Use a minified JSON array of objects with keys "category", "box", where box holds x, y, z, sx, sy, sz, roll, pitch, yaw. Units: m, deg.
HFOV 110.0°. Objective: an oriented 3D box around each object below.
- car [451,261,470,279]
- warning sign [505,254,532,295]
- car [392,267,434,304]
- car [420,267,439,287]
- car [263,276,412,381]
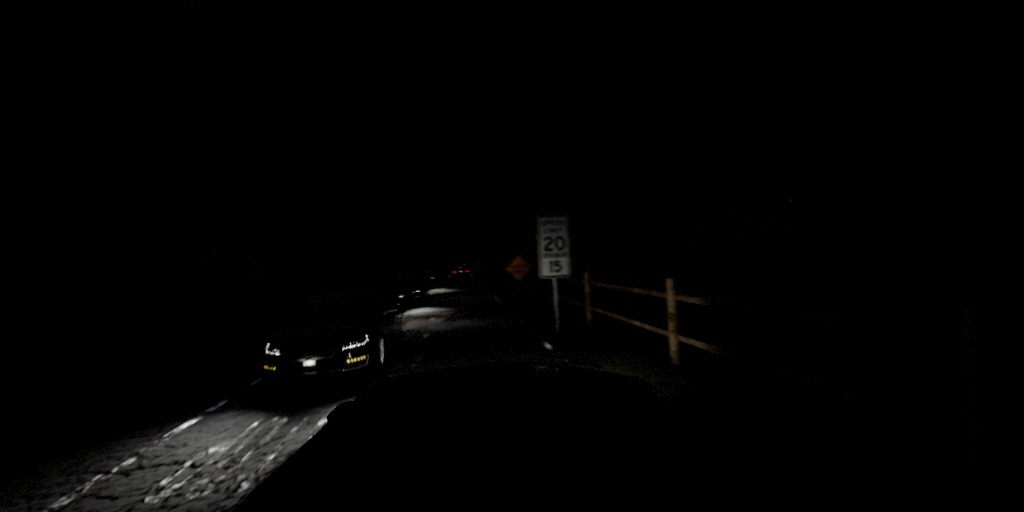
[{"category":"car","box":[-5.453,1.601,38.036,2.033,1.411,5.357,-3,0,-9]},{"category":"warning sign","box":[0.367,0.848,17.099,1.300,1.860,1.060,0,0,-9]},{"category":"car","box":[-5.128,1.531,17.765,1.837,1.490,4.892,-3,0,-9]},{"category":"car","box":[-6.814,1.597,28.294,1.882,1.535,5.008,-3,0,-9]},{"category":"car","box":[-3.562,1.444,8.004,1.837,1.490,4.892,-3,0,-9]}]
